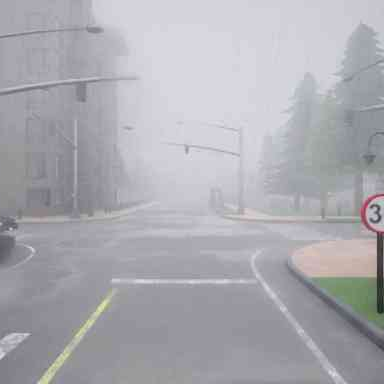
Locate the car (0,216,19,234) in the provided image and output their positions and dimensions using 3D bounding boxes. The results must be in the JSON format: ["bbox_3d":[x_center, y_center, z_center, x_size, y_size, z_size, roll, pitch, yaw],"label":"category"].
[{"bbox_3d":[-11.875,1.489,16.969,5.357,1.411,2.033,0,0,-1],"label":"car"}]
